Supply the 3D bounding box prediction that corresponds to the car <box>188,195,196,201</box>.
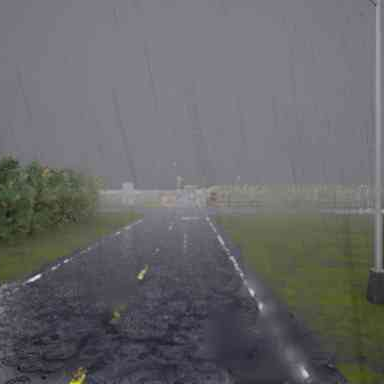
[{"bbox_3d":[-0.015,1.488,89.790,2.097,1.767,4.553,0,0,0],"label":"car"}]
